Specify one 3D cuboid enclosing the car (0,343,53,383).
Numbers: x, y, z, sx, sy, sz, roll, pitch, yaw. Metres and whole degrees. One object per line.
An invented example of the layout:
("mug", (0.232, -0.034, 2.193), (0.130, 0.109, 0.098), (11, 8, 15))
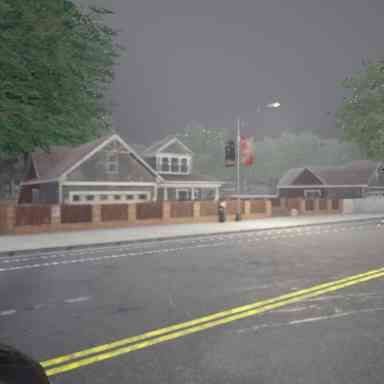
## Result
("car", (-3.068, 1.492, 1.249), (4.902, 1.511, 2.128), (0, 0, -36))
